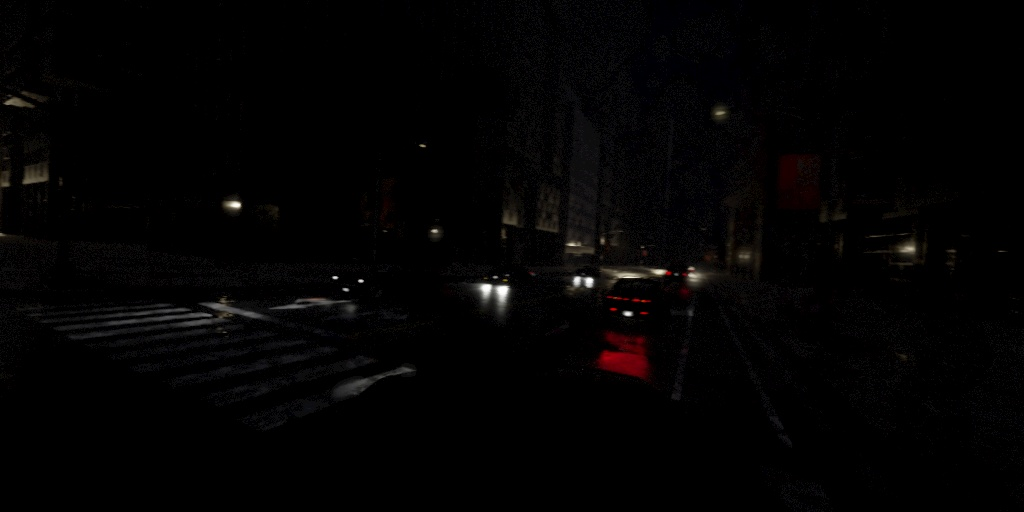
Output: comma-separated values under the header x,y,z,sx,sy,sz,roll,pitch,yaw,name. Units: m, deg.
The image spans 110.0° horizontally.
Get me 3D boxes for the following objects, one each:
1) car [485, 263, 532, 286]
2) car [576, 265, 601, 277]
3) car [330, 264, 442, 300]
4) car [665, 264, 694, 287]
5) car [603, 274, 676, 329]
x,y,z,sx,sy,sz,roll,pitch,yaw,name
-0.169,1.235,25.049,1.994,1.385,4.181,4,0,27,car
9.170,1.774,42.769,1.895,1.301,4.718,4,0,28,car
-5.208,1.005,15.396,1.895,1.301,4.718,4,0,28,car
16.619,1.903,35.893,2.150,2.045,5.566,4,0,28,car
4.645,1.552,13.007,1.837,1.490,4.892,4,0,28,car
